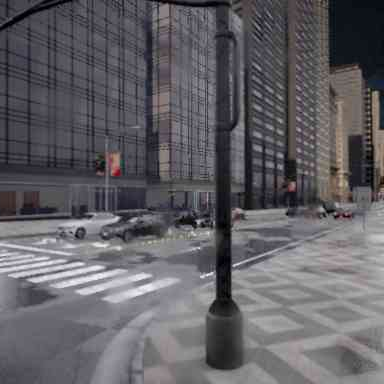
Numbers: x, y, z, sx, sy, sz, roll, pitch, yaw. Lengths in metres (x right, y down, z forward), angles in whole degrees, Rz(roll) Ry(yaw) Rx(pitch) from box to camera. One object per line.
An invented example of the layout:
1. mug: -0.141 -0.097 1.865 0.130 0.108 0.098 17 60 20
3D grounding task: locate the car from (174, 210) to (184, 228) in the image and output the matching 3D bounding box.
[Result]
1. car: -0.917 2.246 28.760 2.033 1.411 5.357 -1 -2 33

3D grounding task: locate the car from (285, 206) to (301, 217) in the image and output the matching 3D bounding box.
1. car: 14.586 2.724 46.325 2.033 1.411 5.357 -1 -2 34

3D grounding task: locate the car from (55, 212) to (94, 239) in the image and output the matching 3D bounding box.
1. car: -6.181 2.010 20.751 1.812 1.442 4.674 -1 -2 34

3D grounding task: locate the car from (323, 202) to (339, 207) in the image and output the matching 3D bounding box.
1. car: 21.196 2.518 50.441 2.150 2.045 5.566 -1 -2 33

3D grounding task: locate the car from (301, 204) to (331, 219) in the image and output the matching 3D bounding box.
1. car: 15.664 2.574 41.918 1.837 1.490 4.892 -1 -2 34

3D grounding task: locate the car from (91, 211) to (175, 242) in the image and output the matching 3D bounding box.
1. car: -3.248 1.980 19.270 1.812 1.442 4.674 -1 -2 33

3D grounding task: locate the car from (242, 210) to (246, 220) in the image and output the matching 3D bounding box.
1. car: 4.425 2.441 36.890 1.812 1.442 4.674 -1 -1 33

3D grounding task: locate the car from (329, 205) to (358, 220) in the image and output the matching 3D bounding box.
1. car: 18.401 2.633 40.162 1.895 1.301 4.718 -1 -2 34

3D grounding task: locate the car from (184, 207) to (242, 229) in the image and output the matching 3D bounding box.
1. car: 1.848 2.154 27.049 2.128 1.511 4.902 -1 -2 33

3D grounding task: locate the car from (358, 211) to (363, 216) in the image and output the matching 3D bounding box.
1. car: 23.897 2.805 48.626 2.033 1.411 5.357 -1 -2 33
